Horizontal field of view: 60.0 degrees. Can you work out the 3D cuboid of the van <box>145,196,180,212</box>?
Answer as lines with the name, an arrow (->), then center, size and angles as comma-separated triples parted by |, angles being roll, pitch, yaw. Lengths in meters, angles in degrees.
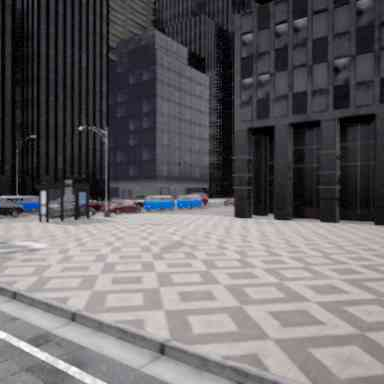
van -> -3.532, 1.297, 37.005 | 1.690, 1.788, 3.998 | 0, 0, 35

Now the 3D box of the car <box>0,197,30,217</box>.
car -> -16.828, 1.467, 28.447 | 1.812, 1.442, 4.674 | 0, 0, 37

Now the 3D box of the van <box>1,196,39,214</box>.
van -> -17.065, 1.269, 32.704 | 1.690, 1.788, 3.998 | 0, 0, 35

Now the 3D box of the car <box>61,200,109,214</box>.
car -> -11.482, 1.536, 35.954 | 1.895, 1.301, 4.718 | 0, 0, 35

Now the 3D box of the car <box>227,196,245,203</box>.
car -> 9.294, 1.467, 69.691 | 2.008, 1.369, 4.403 | 0, 0, 35

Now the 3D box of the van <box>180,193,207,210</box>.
van -> -0.237, 1.295, 41.628 | 1.690, 1.788, 3.998 | 0, 0, 35

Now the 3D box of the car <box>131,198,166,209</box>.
car -> -5.697, 1.530, 44.058 | 1.895, 1.301, 4.718 | 0, 0, 36

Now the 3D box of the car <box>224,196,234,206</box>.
car -> 6.352, 1.534, 50.875 | 1.802, 1.307, 4.206 | 0, 0, 35

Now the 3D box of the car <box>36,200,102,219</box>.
car -> -10.123, 1.515, 27.758 | 2.008, 1.369, 4.403 | 0, 0, 35

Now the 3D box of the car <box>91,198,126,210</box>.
car -> -10.476, 1.502, 41.952 | 1.802, 1.307, 4.206 | 0, 0, 35

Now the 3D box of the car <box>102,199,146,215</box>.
car -> -6.828, 1.542, 32.381 | 1.802, 1.307, 4.206 | 0, 0, 35
